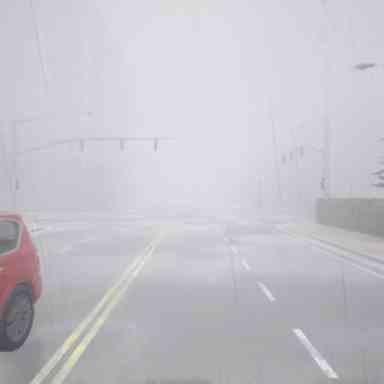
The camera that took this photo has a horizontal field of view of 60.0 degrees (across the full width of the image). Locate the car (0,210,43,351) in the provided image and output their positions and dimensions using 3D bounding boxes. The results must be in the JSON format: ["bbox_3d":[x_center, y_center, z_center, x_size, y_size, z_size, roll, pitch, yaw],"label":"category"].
[{"bbox_3d":[-3.588,1.261,3.376,2.150,2.045,5.566,0,-1,0],"label":"car"}]
